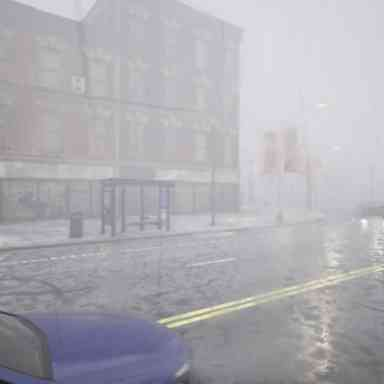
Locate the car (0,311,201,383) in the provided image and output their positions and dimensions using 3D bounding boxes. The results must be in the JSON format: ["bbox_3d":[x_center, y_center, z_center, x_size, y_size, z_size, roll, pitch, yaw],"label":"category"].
[{"bbox_3d":[-2.083,1.524,2.261,4.674,1.442,1.812,0,0,-36],"label":"car"}]

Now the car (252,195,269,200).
[{"bbox_3d":[14.018,1.351,69.752,1.812,1.442,4.674,0,0,-35],"label":"car"}]

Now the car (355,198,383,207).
[{"bbox_3d":[30.670,1.758,57.382,2.002,1.452,4.674,0,0,-16],"label":"car"}]

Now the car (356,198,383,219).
[{"bbox_3d":[16.832,1.608,31.424,1.882,1.535,5.008,0,0,18],"label":"car"}]
